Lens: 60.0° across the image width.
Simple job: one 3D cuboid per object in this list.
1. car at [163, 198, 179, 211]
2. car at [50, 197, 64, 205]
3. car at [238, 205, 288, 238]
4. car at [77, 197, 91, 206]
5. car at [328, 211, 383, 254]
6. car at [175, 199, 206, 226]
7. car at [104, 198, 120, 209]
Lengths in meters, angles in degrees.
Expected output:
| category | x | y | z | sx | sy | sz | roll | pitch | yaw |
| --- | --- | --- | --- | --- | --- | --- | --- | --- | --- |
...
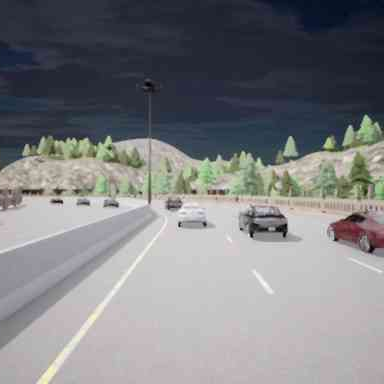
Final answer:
| category | x | y | z | sx | sy | sz | roll | pitch | yaw |
| --- | --- | --- | --- | --- | --- | --- | --- | --- | --- |
| car | -2.339 | 1.426 | 40.435 | 2.128 | 1.511 | 4.902 | 0 | 0 | -12 |
| car | -24.431 | 1.610 | 60.151 | 1.895 | 1.301 | 4.718 | 0 | 0 | -28 |
| car | 3.578 | 1.448 | 17.407 | 2.128 | 1.511 | 4.902 | 0 | 0 | -1 |
| car | -17.203 | 1.534 | 52.696 | 1.994 | 1.385 | 4.181 | 0 | 0 | -21 |
| car | 7.099 | 1.491 | 13.236 | 1.812 | 1.442 | 4.674 | 0 | 0 | 0 |
| car | -0.074 | 1.472 | 22.882 | 1.812 | 1.442 | 4.674 | 0 | 0 | -3 |
| car | -11.083 | 1.512 | 45.642 | 1.994 | 1.385 | 4.181 | 0 | 0 | -16 |
